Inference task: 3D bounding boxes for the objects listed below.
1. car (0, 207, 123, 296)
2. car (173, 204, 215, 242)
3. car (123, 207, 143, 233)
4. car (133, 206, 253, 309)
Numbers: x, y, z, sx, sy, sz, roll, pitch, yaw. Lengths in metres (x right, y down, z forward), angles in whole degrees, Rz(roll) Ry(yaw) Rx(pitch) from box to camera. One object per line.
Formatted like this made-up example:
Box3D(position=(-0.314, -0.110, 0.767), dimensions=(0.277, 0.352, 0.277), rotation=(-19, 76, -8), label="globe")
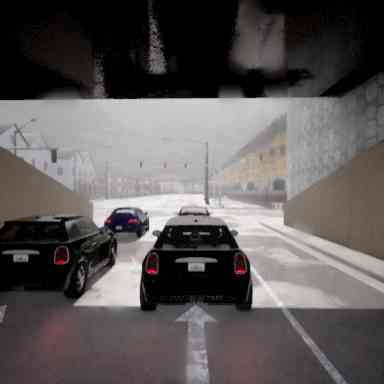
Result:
Box3D(position=(-3.413, 1.341, 8.760), dimensions=(2.097, 1.767, 4.553), rotation=(0, 0, 0), label="car")
Box3D(position=(0.091, 1.457, 17.265), dimensions=(1.882, 1.535, 5.008), rotation=(0, 0, 0), label="car")
Box3D(position=(-3.409, 1.504, 17.811), dimensions=(1.812, 1.442, 4.674), rotation=(0, 0, 0), label="car")
Box3D(position=(0.081, 1.342, 7.997), dimensions=(2.097, 1.767, 4.553), rotation=(0, 0, 0), label="car")
